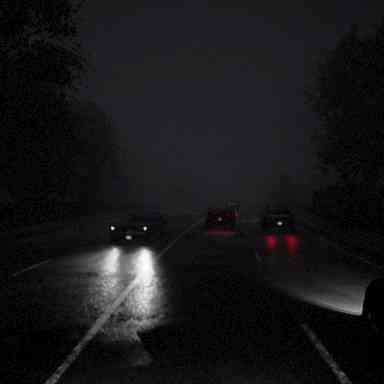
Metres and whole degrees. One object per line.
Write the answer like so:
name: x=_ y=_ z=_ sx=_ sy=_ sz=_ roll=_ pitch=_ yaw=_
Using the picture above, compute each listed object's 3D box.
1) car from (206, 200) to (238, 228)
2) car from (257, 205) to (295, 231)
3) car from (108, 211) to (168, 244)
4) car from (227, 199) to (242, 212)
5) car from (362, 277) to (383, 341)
car: x=2.066 y=1.568 z=23.260 sx=1.882 sy=1.535 sz=5.008 roll=0 pitch=0 yaw=8
car: x=5.328 y=1.584 z=21.350 sx=2.128 sy=1.511 sz=4.902 roll=0 pitch=0 yaw=7
car: x=-2.488 y=1.656 z=16.439 sx=1.895 sy=1.301 sz=4.718 roll=0 pitch=0 yaw=6
car: x=5.087 y=1.611 z=41.508 sx=2.128 sy=1.511 sz=4.902 roll=0 pitch=0 yaw=10
car: x=3.796 y=1.586 z=3.881 sx=1.994 sy=1.385 sz=4.181 roll=0 pitch=0 yaw=2
